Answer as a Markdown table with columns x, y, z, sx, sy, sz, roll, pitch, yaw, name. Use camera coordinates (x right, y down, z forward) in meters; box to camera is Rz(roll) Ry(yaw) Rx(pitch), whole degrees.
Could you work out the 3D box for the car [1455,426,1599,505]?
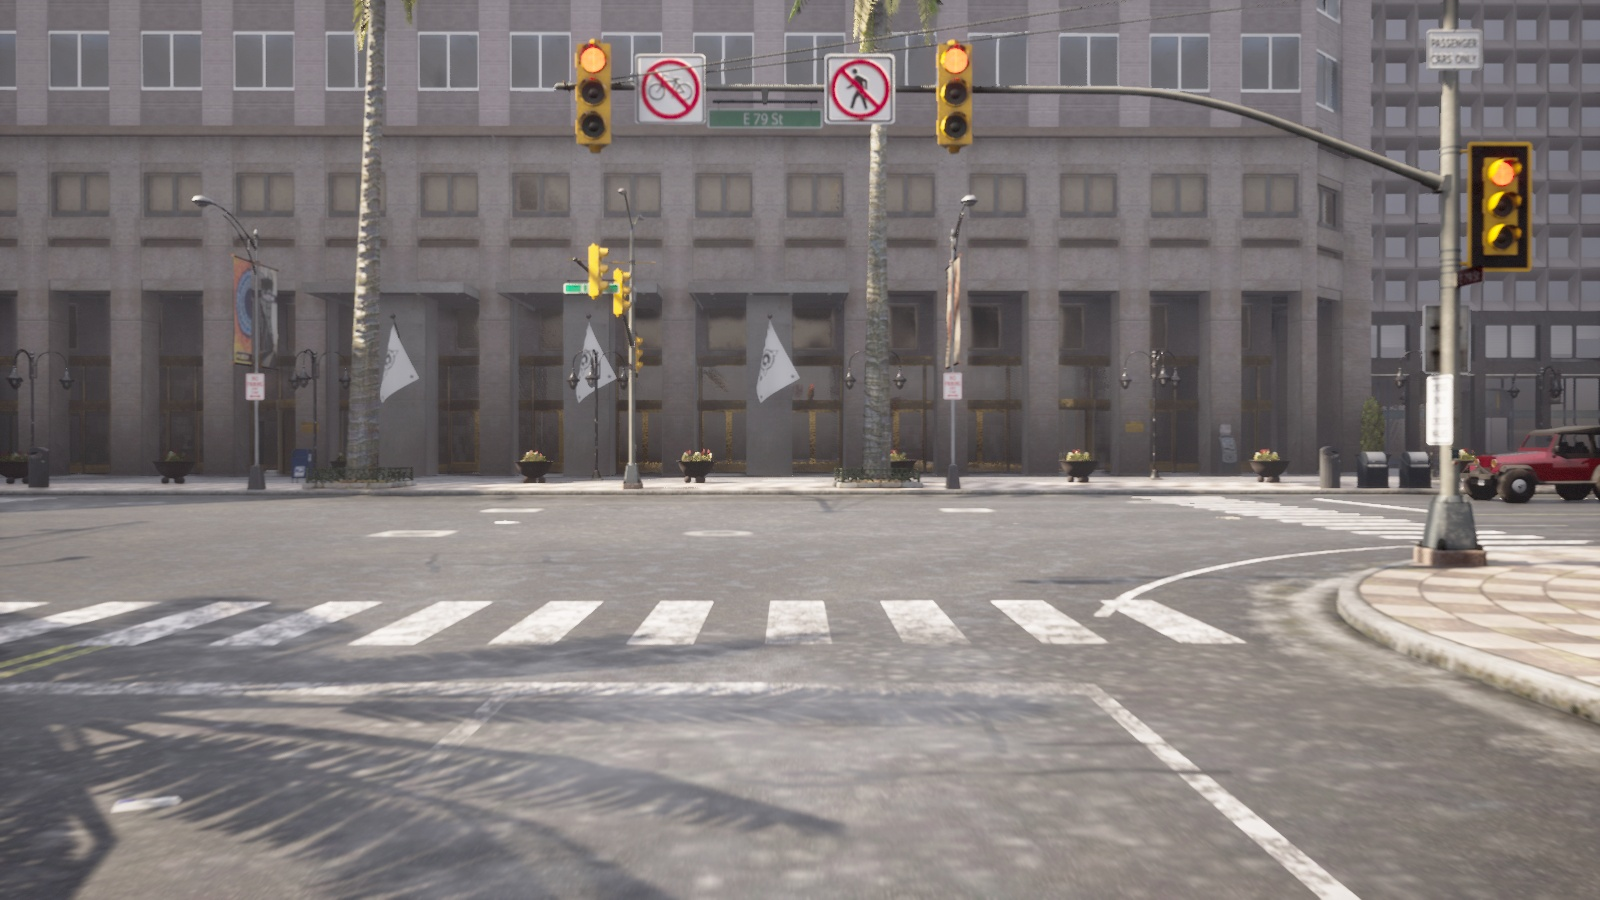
| x | y | z | sx | sy | sz | roll | pitch | yaw | name |
| --- | --- | --- | --- | --- | --- | --- | --- | --- | --- |
| 18.603 | 0.370 | 31.001 | 3.866 | 1.878 | 1.905 | 0 | 0 | 1 | car |
